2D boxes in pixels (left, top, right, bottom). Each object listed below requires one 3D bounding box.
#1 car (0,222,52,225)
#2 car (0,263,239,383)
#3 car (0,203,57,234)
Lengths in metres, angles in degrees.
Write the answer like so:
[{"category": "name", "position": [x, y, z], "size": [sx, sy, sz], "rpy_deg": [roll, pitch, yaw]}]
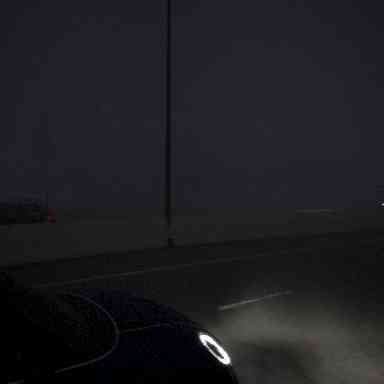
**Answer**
[{"category": "car", "position": [-8.734, 1.274, 14.860], "size": [4.553, 1.767, 2.097], "rpy_deg": [0, 0, -35]}, {"category": "car", "position": [-1.778, 1.335, 2.401], "size": [4.553, 1.767, 2.097], "rpy_deg": [0, 0, -36]}, {"category": "car", "position": [-10.166, 1.413, 18.150], "size": [4.892, 1.490, 1.837], "rpy_deg": [0, 0, -34]}]
